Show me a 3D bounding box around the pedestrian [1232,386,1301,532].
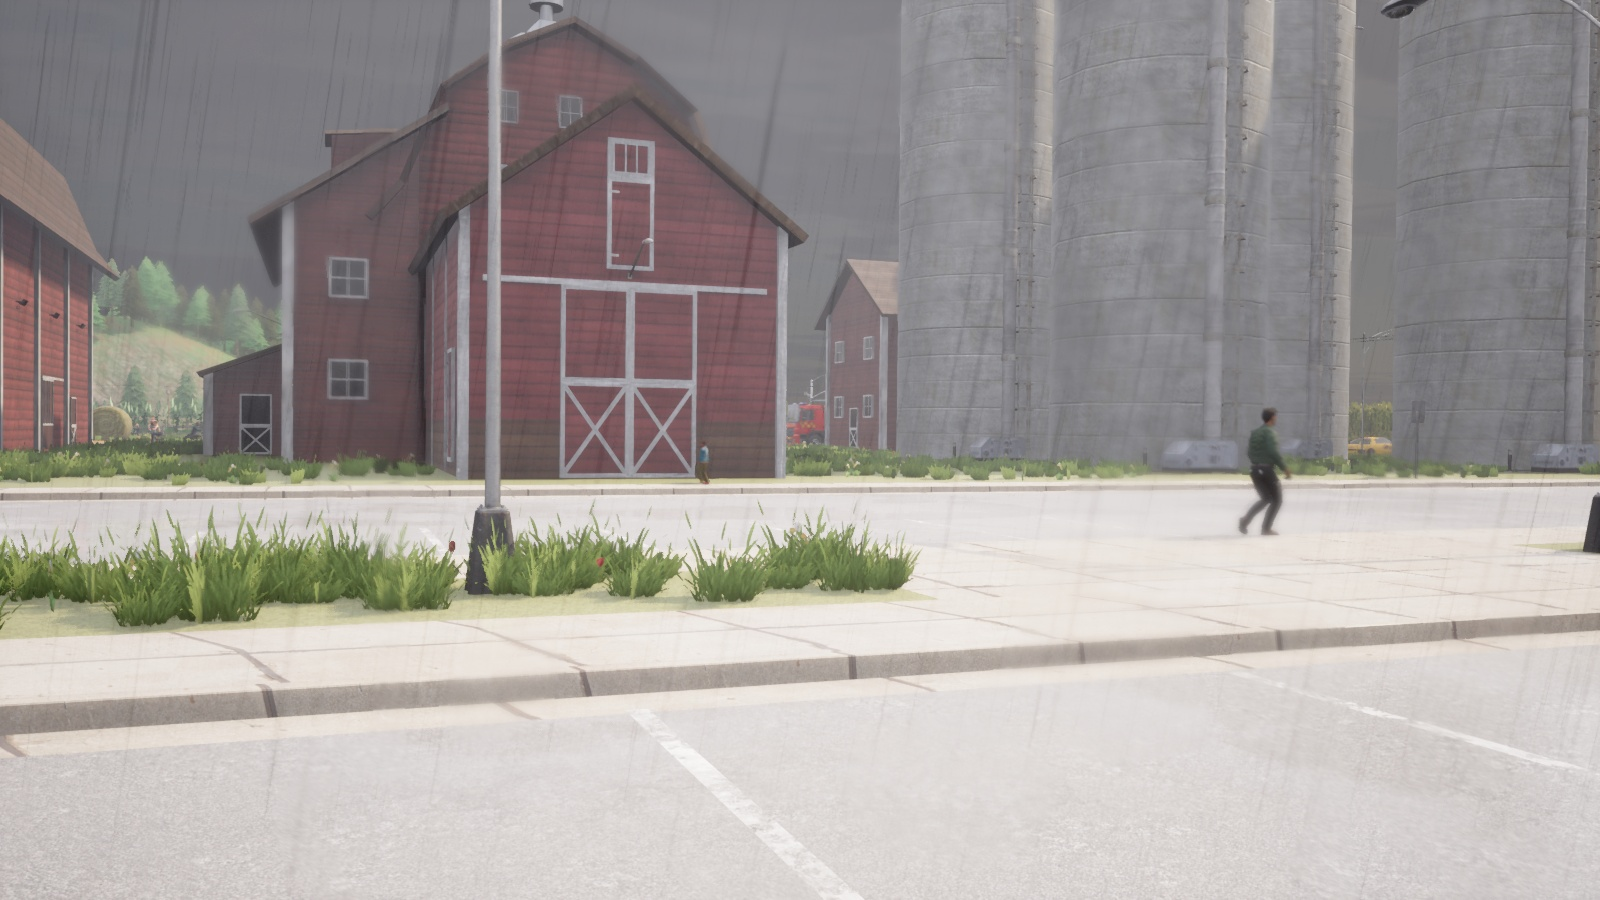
[{"bbox_3d":[6.338,0.107,17.076,0.788,1.949,0.423,-1,1,-20],"label":"pedestrian"}]

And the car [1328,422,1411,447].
[{"bbox_3d":[37.977,-1.038,83.901,1.801,1.575,5.366,-1,1,-20],"label":"car"}]

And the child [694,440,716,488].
[{"bbox_3d":[-2.362,0.350,31.299,0.448,1.192,0.343,-1,1,-21],"label":"child"}]

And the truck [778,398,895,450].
[{"bbox_3d":[2.782,-1.982,95.802,8.468,3.827,2.891,-1,1,-21],"label":"truck"}]
